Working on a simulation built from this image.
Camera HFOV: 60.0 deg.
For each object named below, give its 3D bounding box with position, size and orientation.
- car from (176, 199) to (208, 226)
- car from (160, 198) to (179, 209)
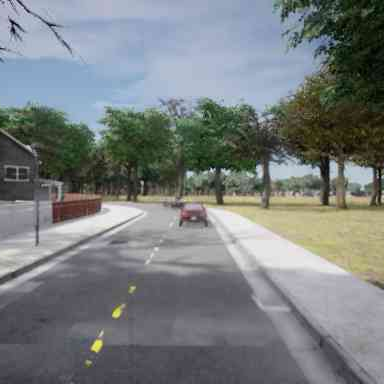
[{"bbox_3d":[0.104,1.437,22.660,1.812,1.442,4.674,0,0,0],"label":"car"},{"bbox_3d":[-2.481,1.454,41.538,1.895,1.301,4.718,1,0,-23],"label":"car"}]
